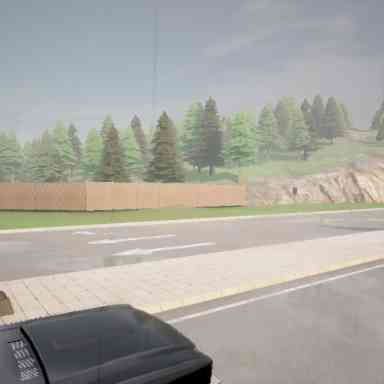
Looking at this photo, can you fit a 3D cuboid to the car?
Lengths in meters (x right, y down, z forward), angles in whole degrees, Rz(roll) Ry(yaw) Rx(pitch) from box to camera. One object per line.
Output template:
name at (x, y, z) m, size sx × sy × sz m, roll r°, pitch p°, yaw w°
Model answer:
car at (-2.074, 1.601, 2.276) m, size 4.718 × 1.301 × 1.895 m, roll 0°, pitch 0°, yaw -35°
